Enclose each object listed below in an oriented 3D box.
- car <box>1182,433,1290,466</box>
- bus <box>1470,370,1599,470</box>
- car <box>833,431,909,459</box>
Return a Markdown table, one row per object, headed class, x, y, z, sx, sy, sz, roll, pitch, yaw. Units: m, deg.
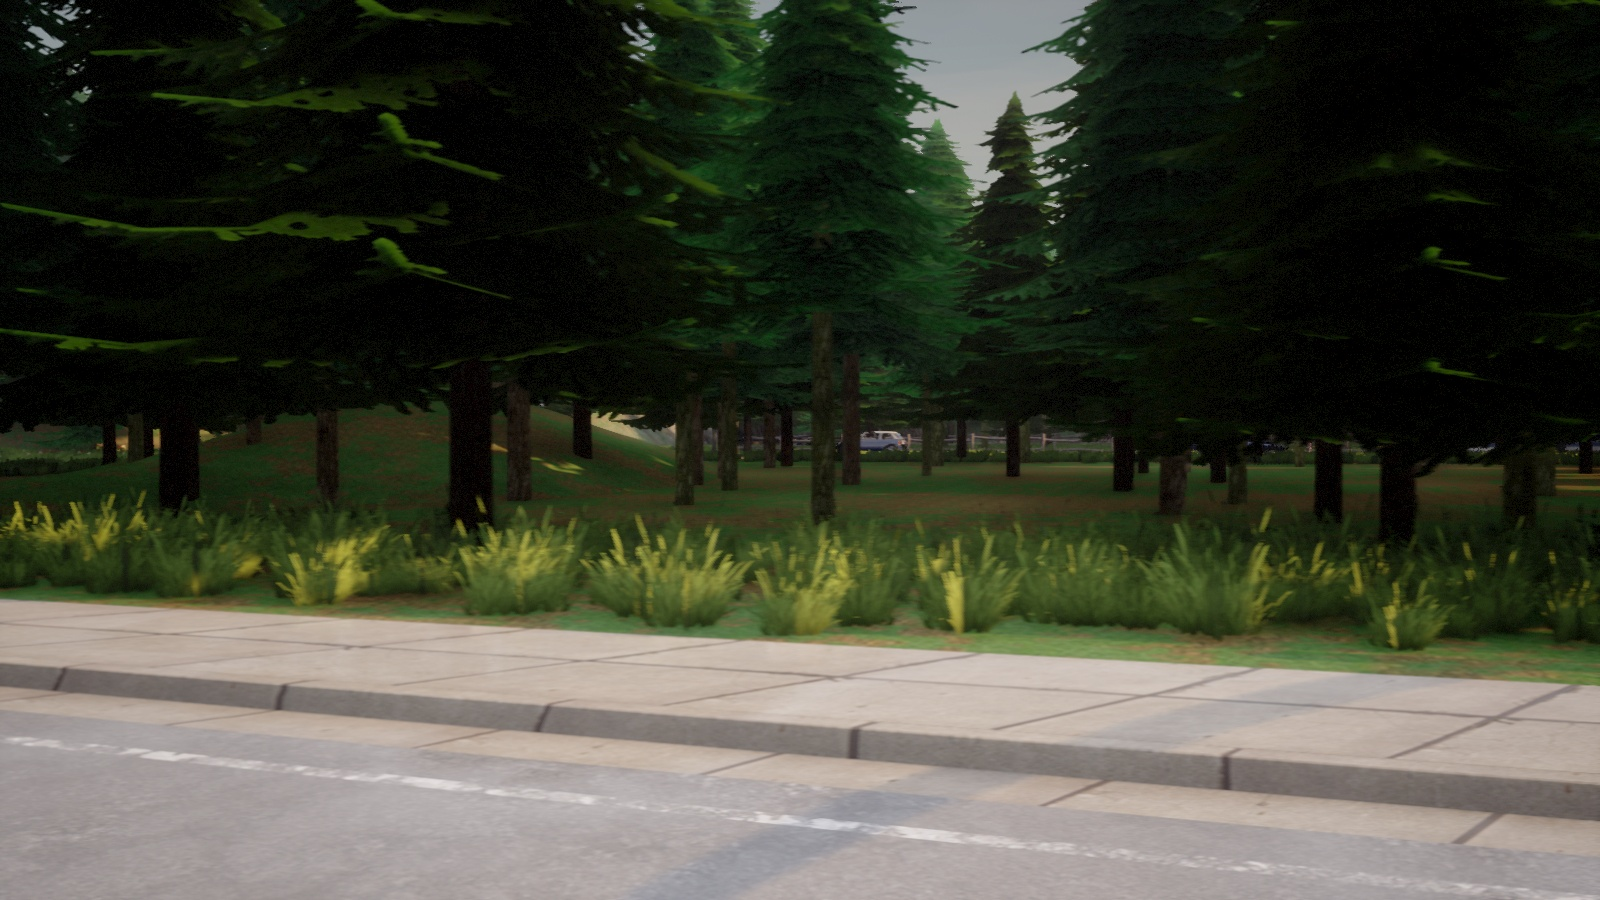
| class | x | y | z | sx | sy | sz | roll | pitch | yaw |
| --- | --- | --- | --- | --- | --- | --- | --- | --- | --- |
| car | 20.729 | -0.051 | 59.797 | 4.792 | 1.488 | 2.163 | 1 | 1 | 20 |
| bus | 35.256 | -1.297 | 54.652 | 10.273 | 4.253 | 3.944 | 0 | 1 | 20 |
| car | 3.942 | -0.302 | 69.421 | 3.806 | 1.475 | 1.970 | 1 | 1 | 18 |
